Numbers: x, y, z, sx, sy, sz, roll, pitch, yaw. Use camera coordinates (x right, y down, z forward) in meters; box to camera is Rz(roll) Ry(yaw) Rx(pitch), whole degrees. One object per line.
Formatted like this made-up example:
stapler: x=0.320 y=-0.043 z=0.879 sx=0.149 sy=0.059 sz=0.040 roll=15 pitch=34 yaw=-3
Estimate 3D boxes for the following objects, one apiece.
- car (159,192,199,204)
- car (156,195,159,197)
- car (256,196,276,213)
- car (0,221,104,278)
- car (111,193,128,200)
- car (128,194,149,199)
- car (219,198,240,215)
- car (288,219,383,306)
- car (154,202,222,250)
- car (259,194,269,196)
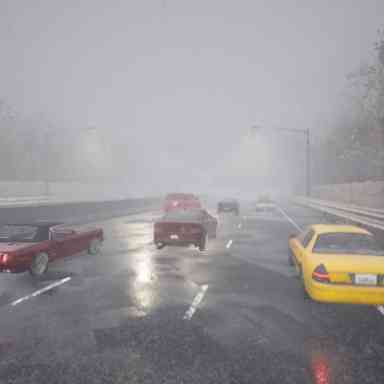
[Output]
car: x=-0.761 y=1.053 z=28.262 sx=2.150 sy=2.045 sz=5.566 roll=0 pitch=0 yaw=12
car: x=-5.232 y=1.148 z=59.625 sx=2.128 sy=1.511 sz=4.902 roll=0 pitch=0 yaw=12
car: x=7.568 y=1.413 z=34.223 sx=1.895 sy=1.301 sz=4.718 roll=0 pitch=0 yaw=12
car: x=-4.478 y=1.532 z=10.046 sx=1.895 sy=1.301 sz=4.718 roll=0 pitch=0 yaw=12
car: x=-12.523 y=0.997 z=58.893 sx=2.097 sy=1.767 sz=4.553 roll=0 pitch=0 yaw=12
car: x=-9.024 y=1.131 z=58.561 sx=1.882 sy=1.535 sz=5.008 roll=0 pitch=0 yaw=12
car: x=3.590 y=1.295 z=32.058 sx=1.882 sy=1.535 sz=5.008 roll=0 pitch=0 yaw=12
car: x=3.406 y=1.412 z=8.048 sx=1.801 sy=1.575 sz=5.366 roll=0 pitch=0 yaw=12
car: x=-0.103 y=1.393 z=13.980 sx=1.882 sy=1.535 sz=5.008 roll=0 pitch=0 yaw=12
car: x=9.619 y=1.111 z=44.489 sx=2.097 sy=1.767 sz=4.553 roll=0 pitch=0 yaw=12
